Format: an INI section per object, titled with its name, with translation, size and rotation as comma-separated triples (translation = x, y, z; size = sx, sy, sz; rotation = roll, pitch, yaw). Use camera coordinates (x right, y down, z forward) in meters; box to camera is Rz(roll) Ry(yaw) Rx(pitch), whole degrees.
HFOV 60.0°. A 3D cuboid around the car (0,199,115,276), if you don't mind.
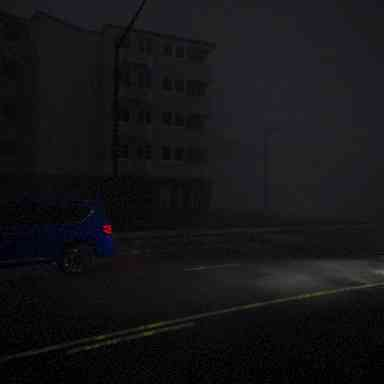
[car]
translation = -4.898, 1.209, 8.919
size = 5.566, 2.045, 2.150
rotation = 1, -1, -32
